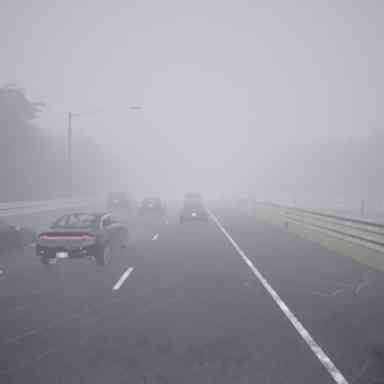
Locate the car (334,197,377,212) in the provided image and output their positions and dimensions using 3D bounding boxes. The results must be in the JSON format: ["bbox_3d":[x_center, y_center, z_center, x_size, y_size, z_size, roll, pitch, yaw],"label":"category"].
[{"bbox_3d":[18.372,1.363,37.852,1.801,1.575,5.366,0,1,-18],"label":"car"}]

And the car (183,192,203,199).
[{"bbox_3d":[0.139,0.985,40.732,2.150,2.045,5.566,0,1,0],"label":"car"}]

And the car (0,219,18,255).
[{"bbox_3d":[-6.889,1.481,10.380,2.033,1.411,5.357,0,0,0],"label":"car"}]

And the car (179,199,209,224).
[{"bbox_3d":[0.124,1.421,23.445,1.994,1.385,4.181,0,0,0],"label":"car"}]

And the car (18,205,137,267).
[{"bbox_3d":[-3.390,1.421,11.122,2.128,1.511,4.902,0,0,0],"label":"car"}]

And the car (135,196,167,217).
[{"bbox_3d":[-3.371,1.177,29.300,2.097,1.767,4.553,0,0,0],"label":"car"}]

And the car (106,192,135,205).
[{"bbox_3d":[-6.871,0.995,32.720,2.150,2.045,5.566,0,1,0],"label":"car"}]
